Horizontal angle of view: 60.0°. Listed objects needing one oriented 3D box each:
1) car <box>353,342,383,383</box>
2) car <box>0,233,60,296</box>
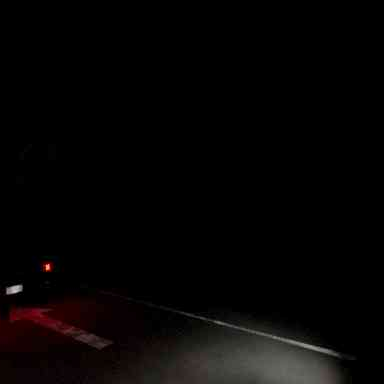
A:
[{"bbox_3d":[3.300,1.526,1.560,4.674,1.442,1.812,0,0,36],"label":"car"},{"bbox_3d":[-5.231,1.599,7.732,4.718,1.301,1.895,0,0,36],"label":"car"}]
